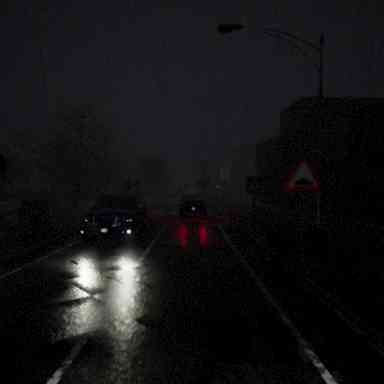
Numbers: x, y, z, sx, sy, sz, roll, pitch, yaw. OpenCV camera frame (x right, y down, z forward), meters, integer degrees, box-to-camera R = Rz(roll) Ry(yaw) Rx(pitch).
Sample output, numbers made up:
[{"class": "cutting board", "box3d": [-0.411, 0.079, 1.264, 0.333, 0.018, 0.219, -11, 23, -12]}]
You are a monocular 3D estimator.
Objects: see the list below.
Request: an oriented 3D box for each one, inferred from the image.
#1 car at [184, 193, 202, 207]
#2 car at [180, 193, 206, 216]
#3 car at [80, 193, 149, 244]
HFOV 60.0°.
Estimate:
[{"class": "car", "box3d": [0.121, 0.897, 41.065, 2.128, 1.511, 4.902, 0, 1, 1]}, {"class": "car", "box3d": [0.099, 1.011, 24.792, 1.812, 1.442, 4.674, 0, -2, 0]}, {"class": "car", "box3d": [-3.346, 1.076, 15.426, 2.150, 2.045, 5.566, 0, 1, 0]}]
